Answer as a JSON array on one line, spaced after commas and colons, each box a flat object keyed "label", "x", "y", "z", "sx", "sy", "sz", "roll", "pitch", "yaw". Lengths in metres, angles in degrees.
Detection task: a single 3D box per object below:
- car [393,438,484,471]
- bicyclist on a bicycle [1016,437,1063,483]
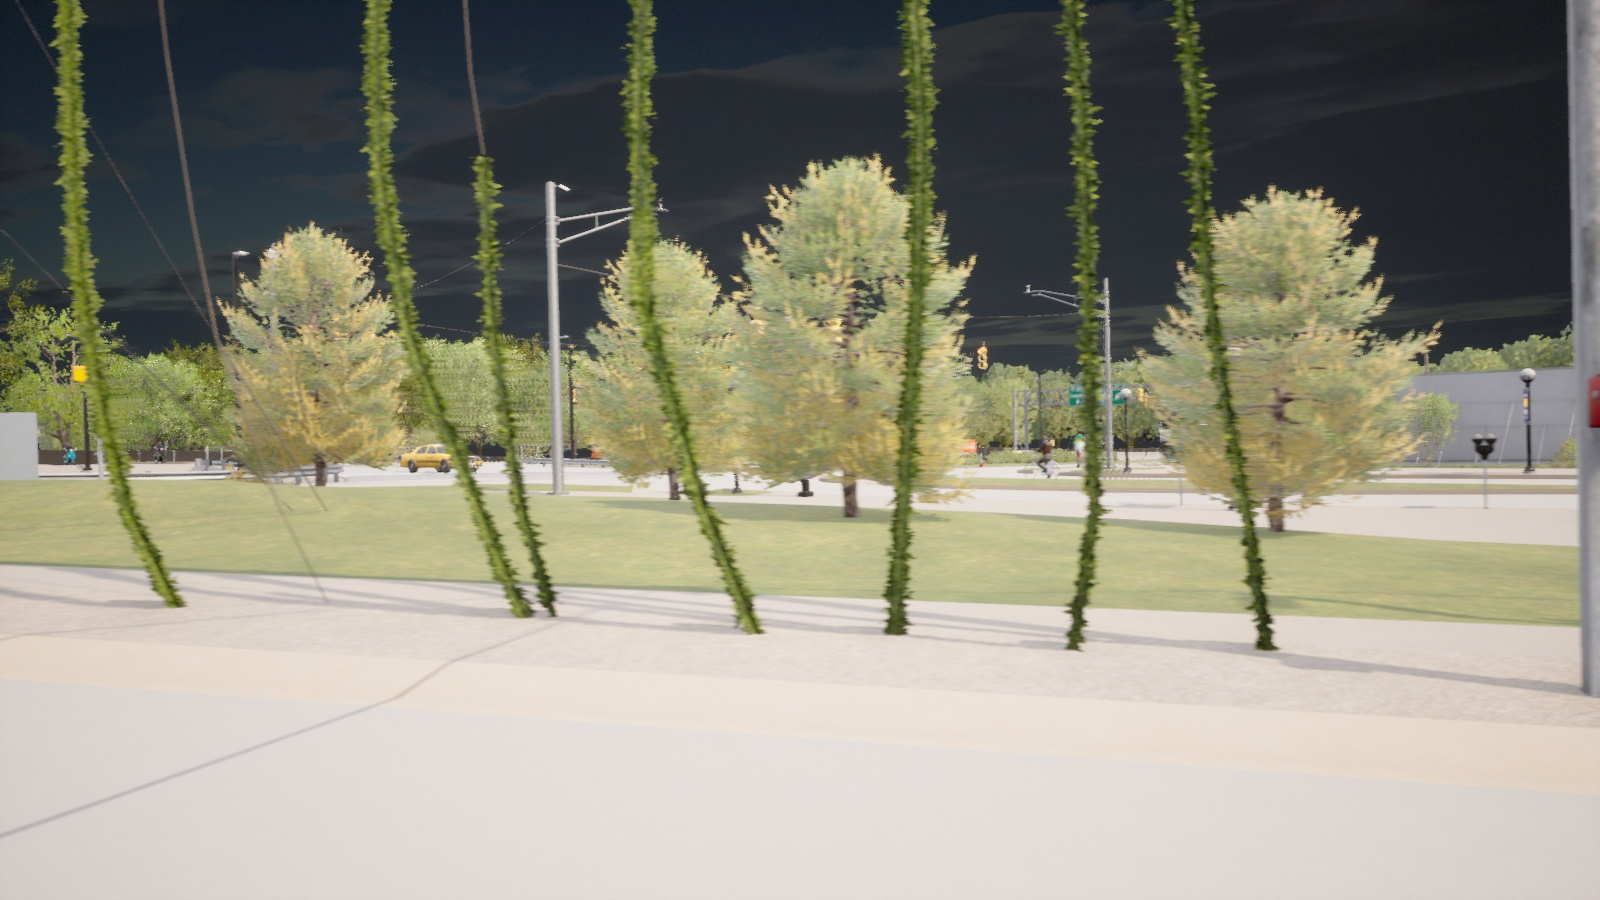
[{"label": "car", "x": -18.299, "y": 0.226, "z": 63.478, "sx": 5.366, "sy": 1.575, "sz": 1.801, "roll": 0, "pitch": 0, "yaw": 41}, {"label": "bicyclist on a bicycle", "x": 9.545, "y": 0.385, "z": 50.100, "sx": 0.659, "sy": 1.776, "sz": 1.843, "roll": 0, "pitch": 1, "yaw": -39}]
